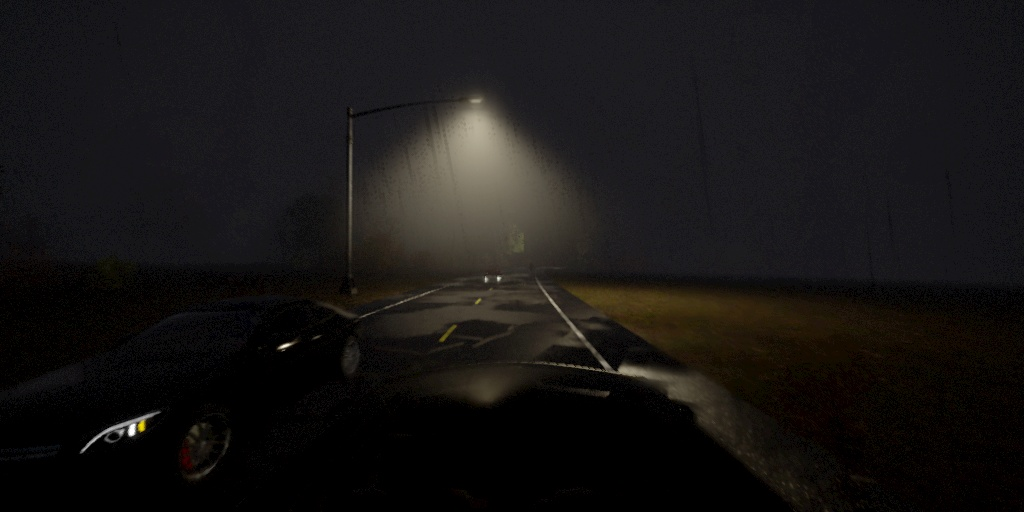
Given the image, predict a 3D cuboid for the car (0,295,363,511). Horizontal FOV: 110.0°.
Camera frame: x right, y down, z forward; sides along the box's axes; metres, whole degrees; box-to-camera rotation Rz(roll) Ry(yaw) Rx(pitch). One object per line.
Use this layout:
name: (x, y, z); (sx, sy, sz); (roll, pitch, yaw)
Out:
car: (-3.582, 1.299, 4.717); (1.812, 1.442, 4.674); (0, -1, 0)

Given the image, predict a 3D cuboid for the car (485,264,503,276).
car: (-2.310, 1.755, 46.350); (1.882, 1.535, 5.008); (0, -1, 4)

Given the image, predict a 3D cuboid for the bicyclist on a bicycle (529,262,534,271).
bicyclist on a bicycle: (3.242, 1.975, 61.787); (0.582, 1.620, 1.656); (0, -1, 4)
